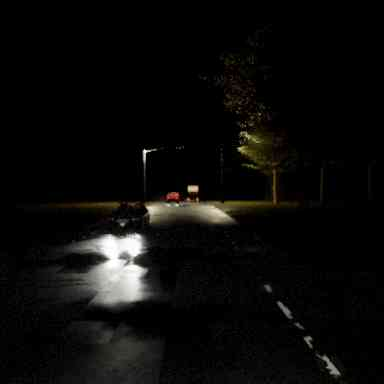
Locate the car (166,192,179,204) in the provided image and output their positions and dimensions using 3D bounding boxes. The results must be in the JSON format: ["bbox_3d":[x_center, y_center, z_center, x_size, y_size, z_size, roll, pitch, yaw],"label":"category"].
[{"bbox_3d":[-3.519,1.109,61.651,2.150,2.045,5.566,0,0,1],"label":"car"}]

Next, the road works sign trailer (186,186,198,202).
[{"bbox_3d":[0.228,0.385,74.643,2.380,3.560,2.880,0,0,2],"label":"road works sign trailer"}]

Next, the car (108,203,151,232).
[{"bbox_3d":[-3.597,1.407,19.646,2.128,1.511,4.902,0,0,0],"label":"car"}]
